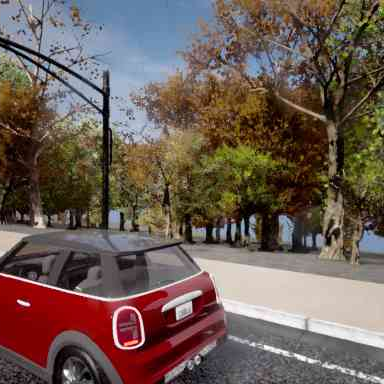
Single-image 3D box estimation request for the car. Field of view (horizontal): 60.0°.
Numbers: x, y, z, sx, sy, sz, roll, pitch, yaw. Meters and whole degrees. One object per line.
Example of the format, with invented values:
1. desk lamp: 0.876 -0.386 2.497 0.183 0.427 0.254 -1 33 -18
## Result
1. car: -1.815 1.351 4.979 4.553 1.767 2.097 0 0 36
